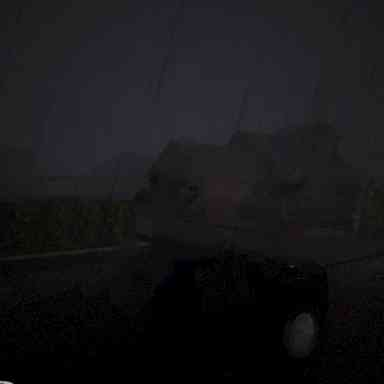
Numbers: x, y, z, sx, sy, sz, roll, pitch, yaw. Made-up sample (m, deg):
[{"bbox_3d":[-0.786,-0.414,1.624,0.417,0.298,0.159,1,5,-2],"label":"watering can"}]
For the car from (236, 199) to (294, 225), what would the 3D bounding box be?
[{"bbox_3d":[4.514,1.207,20.675,1.845,1.501,3.633,0,0,-38],"label":"car"}]

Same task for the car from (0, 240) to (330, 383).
[{"bbox_3d":[-0.206,1.483,4.454,5.008,1.535,1.882,0,0,-35],"label":"car"}]
